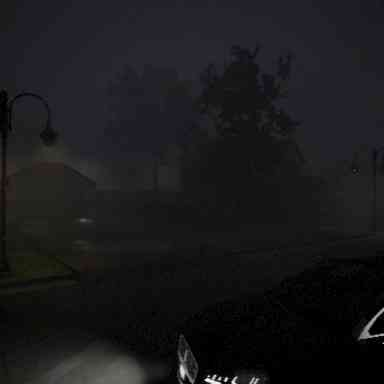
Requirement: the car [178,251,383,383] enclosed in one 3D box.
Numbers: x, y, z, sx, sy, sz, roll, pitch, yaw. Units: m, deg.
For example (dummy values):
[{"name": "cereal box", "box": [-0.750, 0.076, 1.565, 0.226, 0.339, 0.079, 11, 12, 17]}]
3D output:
[{"name": "car", "box": [2.270, 1.521, 3.866, 4.892, 1.490, 1.837, 0, -1, -13]}]
